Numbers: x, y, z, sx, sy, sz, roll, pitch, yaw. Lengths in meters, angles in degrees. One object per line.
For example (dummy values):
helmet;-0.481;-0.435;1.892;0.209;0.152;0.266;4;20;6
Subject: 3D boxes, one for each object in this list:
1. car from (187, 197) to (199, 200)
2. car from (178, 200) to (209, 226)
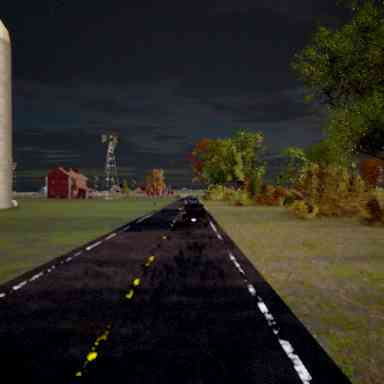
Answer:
car;0.118;1.419;42.038;2.097;1.767;4.553;0;0;0
car;0.110;1.523;23.513;1.837;1.490;4.892;0;0;0
